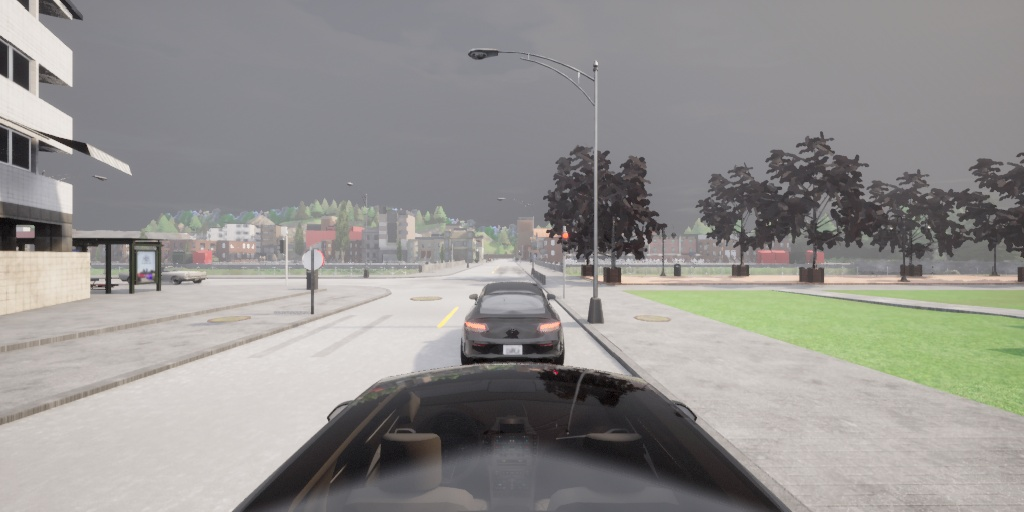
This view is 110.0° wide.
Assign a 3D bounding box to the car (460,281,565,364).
[{"bbox_3d":[0.007,1.276,7.806,1.812,1.442,4.674,0,0,0],"label":"car"}]

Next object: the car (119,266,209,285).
[{"bbox_3d":[-24.466,1.351,25.300,4.718,1.301,1.895,0,0,0],"label":"car"}]
